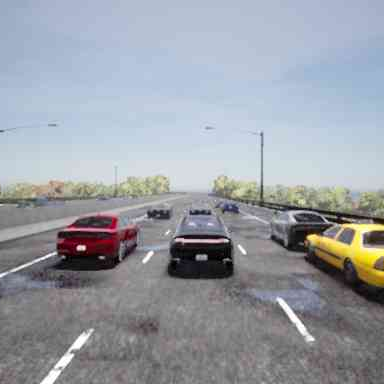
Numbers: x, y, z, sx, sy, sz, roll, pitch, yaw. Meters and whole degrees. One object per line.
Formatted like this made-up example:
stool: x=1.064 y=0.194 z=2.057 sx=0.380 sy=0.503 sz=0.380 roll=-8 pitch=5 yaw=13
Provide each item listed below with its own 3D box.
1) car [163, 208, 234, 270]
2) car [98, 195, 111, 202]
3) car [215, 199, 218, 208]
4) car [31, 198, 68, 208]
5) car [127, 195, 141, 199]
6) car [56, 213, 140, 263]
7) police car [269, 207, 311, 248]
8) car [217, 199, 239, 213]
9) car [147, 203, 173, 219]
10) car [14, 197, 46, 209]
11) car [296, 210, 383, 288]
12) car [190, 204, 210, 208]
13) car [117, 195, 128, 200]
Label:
car: x=0.312 y=1.531 z=11.242 sx=2.128 sy=1.511 sz=4.902 roll=0 pitch=0 yaw=1
car: x=-19.427 y=1.483 z=73.692 sx=1.837 sy=1.490 sz=4.892 roll=0 pitch=0 yaw=1
car: x=4.598 y=1.750 z=51.766 sx=2.033 sy=1.411 sz=5.357 roll=0 pitch=0 yaw=1
car: x=-13.426 y=1.553 z=32.500 sx=1.994 sy=1.385 sz=4.181 roll=0 pitch=0 yaw=1
car: x=-12.419 y=1.522 z=73.956 sx=1.837 sy=1.490 sz=4.892 roll=0 pitch=0 yaw=1
car: x=-3.168 y=1.490 z=12.156 sx=1.882 sy=1.535 sz=5.008 roll=0 pitch=0 yaw=1
police car: x=4.853 y=1.516 z=15.305 sx=1.930 sy=1.638 sz=5.238 roll=0 pitch=0 yaw=1
car: x=4.394 y=1.727 z=39.615 sx=1.994 sy=1.385 sz=4.181 roll=0 pitch=0 yaw=2
car: x=-2.777 y=1.673 z=30.089 sx=1.895 sy=1.301 sz=4.718 roll=0 pitch=0 yaw=1
car: x=-16.858 y=1.321 z=35.400 sx=2.097 sy=1.767 sz=4.553 roll=0 pitch=0 yaw=1
car: x=4.723 y=1.527 z=9.386 sx=1.801 sy=1.575 sz=5.366 roll=0 pitch=0 yaw=1
car: x=0.726 y=1.703 z=30.188 sx=1.895 sy=1.301 sz=4.718 roll=0 pitch=0 yaw=1
car: x=-15.854 y=1.373 z=76.976 sx=2.097 sy=1.767 sz=4.553 roll=0 pitch=0 yaw=1
